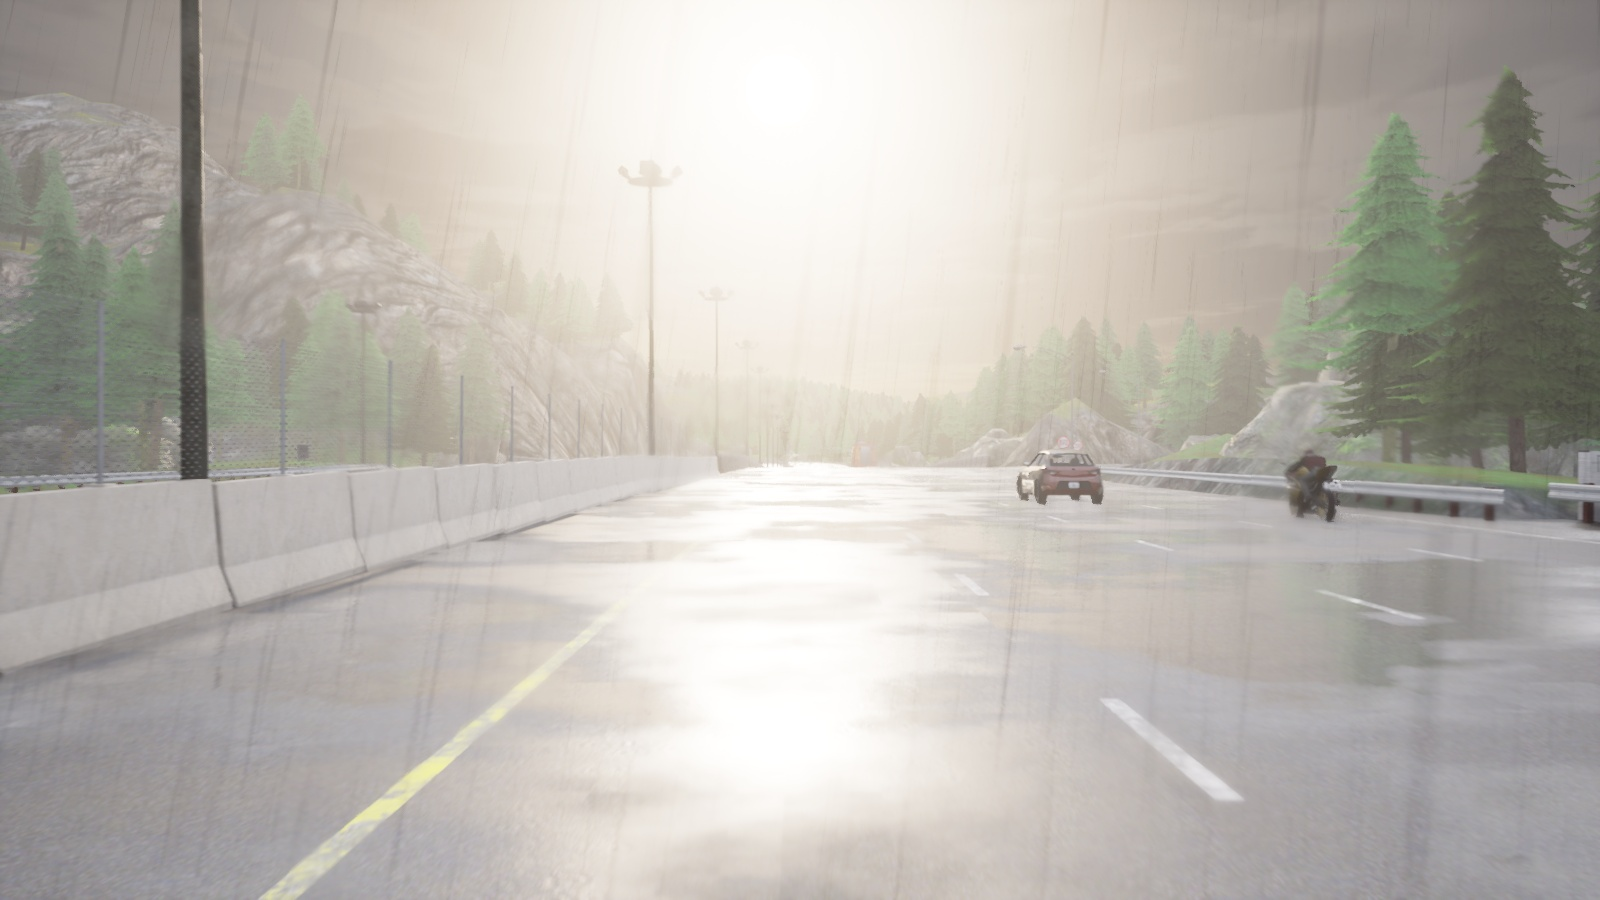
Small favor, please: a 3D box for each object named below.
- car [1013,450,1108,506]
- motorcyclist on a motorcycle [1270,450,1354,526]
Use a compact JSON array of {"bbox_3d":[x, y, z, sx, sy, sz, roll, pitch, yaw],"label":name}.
[{"bbox_3d":[7.215,0.738,35.153,1.816,1.474,4.193,0,0,0],"label":"car"},{"bbox_3d":[10.665,0.758,26.244,0.866,1.530,2.191,0,0,0],"label":"motorcyclist on a motorcycle"}]
